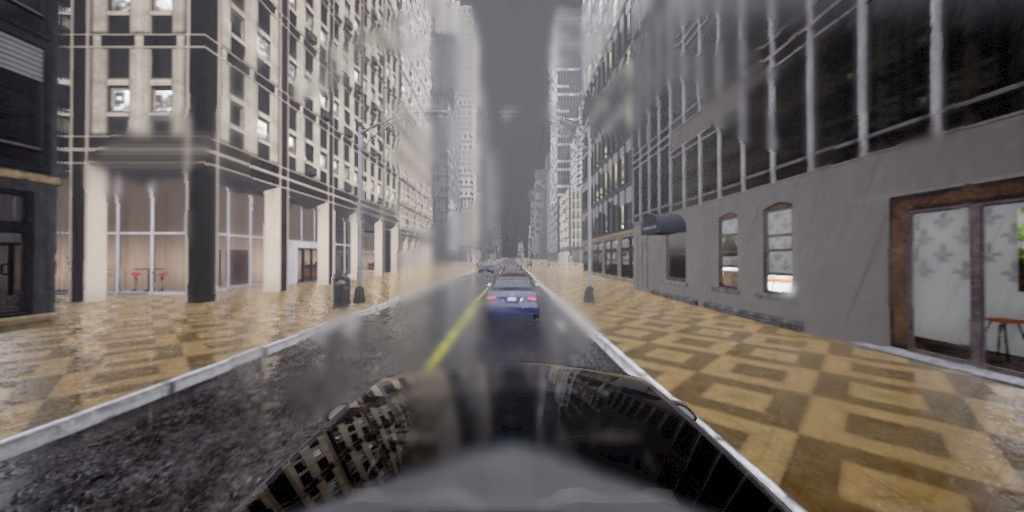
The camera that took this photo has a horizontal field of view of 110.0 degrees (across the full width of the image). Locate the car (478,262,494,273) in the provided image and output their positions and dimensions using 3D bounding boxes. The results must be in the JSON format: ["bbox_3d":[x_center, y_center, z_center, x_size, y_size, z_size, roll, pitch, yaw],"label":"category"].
[{"bbox_3d":[-3.103,1.429,44.060,2.033,1.411,5.357,0,0,0],"label":"car"}]

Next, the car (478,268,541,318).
[{"bbox_3d":[0.045,1.334,13.097,2.033,1.411,5.357,0,0,0],"label":"car"}]

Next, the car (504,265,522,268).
[{"bbox_3d":[0.063,1.442,30.379,1.895,1.301,4.718,0,0,0],"label":"car"}]
